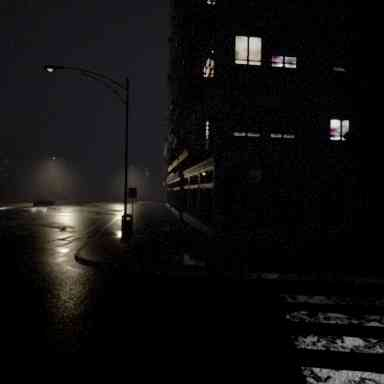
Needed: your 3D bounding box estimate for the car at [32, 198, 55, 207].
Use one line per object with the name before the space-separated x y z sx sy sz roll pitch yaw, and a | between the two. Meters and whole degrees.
car | -21.426 1.491 48.202 1.895 1.301 4.718 1 0 -6
